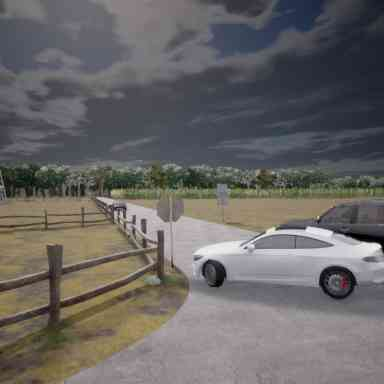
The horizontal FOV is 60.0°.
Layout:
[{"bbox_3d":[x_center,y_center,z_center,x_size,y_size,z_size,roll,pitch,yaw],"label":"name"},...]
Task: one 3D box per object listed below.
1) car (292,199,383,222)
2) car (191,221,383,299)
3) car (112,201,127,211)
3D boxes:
[{"bbox_3d":[5.105,1.229,9.819,2.150,2.045,5.566,-2,0,-40],"label":"car"},{"bbox_3d":[2.266,1.613,8.445,4.674,1.442,1.812,-2,0,23],"label":"car"},{"bbox_3d":[-10.849,1.983,49.470,2.033,1.411,5.357,-2,0,-18],"label":"car"}]
